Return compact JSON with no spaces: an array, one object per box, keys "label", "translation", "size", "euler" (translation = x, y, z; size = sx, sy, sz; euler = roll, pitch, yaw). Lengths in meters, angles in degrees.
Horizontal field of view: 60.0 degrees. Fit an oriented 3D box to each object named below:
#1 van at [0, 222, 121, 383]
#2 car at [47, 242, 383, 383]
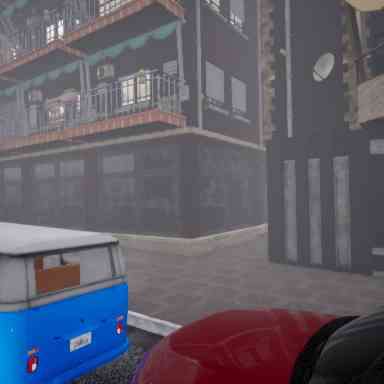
[{"label":"van","translation":[-2.683,1.343,4.588],"size":[3.998,1.788,1.690],"euler":[0,-1,35]},{"label":"car","translation":[1.840,1.315,1.403],"size":[5.009,1.841,2.192],"euler":[0,-1,35]}]
